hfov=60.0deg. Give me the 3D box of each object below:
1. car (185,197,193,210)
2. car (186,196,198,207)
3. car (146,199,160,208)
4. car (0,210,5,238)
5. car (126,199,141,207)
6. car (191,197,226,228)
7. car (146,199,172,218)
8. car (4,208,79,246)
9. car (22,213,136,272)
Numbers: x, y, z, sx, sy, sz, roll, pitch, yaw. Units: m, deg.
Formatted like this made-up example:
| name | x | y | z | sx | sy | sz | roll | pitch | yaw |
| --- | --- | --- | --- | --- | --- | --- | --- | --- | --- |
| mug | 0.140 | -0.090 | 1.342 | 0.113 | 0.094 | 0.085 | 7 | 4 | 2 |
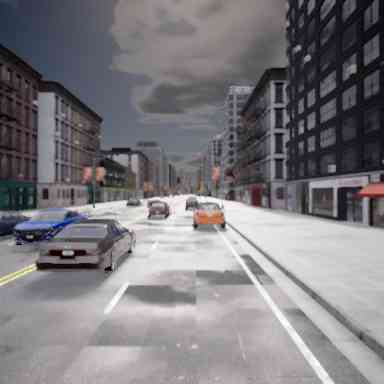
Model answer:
| name | x | y | z | sx | sy | sz | roll | pitch | yaw |
| --- | --- | --- | --- | --- | --- | --- | --- | --- | --- |
| car | 0.031 | 1.744 | 46.952 | 1.837 | 1.490 | 4.892 | 0 | -1 | 1 |
| car | -0.003 | 1.655 | 59.648 | 2.097 | 1.767 | 4.553 | 0 | 0 | 0 |
| car | -6.560 | 1.887 | 56.459 | 1.895 | 1.301 | 4.718 | 0 | 0 | 1 |
| car | -9.851 | 1.641 | 16.703 | 2.033 | 1.411 | 5.357 | 0 | 0 | 0 |
| car | -9.806 | 1.834 | 56.459 | 2.033 | 1.411 | 5.357 | 0 | 0 | 1 |
| car | 1.135 | 1.479 | 23.302 | 2.097 | 1.767 | 4.553 | 0 | 0 | 0 |
| car | -3.151 | 1.698 | 32.689 | 1.812 | 1.442 | 4.674 | 0 | 0 | 0 |
| car | -6.600 | 1.568 | 16.024 | 1.882 | 1.535 | 5.008 | 0 | 0 | 0 |
| car | -3.150 | 1.611 | 10.945 | 2.033 | 1.411 | 5.357 | 0 | 0 | 0 |
